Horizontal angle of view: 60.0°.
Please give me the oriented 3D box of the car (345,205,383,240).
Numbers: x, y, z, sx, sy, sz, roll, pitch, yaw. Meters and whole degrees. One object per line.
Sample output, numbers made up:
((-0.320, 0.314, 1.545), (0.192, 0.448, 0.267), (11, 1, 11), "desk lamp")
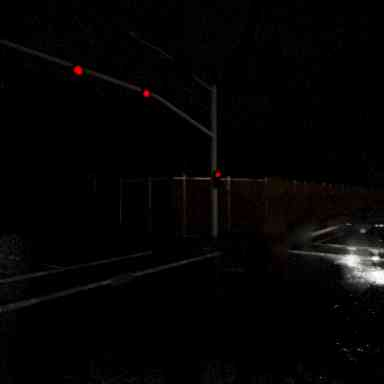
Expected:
((9.576, 1.596, 17.767), (2.128, 1.511, 4.902), (-1, -1, 37), "car")
